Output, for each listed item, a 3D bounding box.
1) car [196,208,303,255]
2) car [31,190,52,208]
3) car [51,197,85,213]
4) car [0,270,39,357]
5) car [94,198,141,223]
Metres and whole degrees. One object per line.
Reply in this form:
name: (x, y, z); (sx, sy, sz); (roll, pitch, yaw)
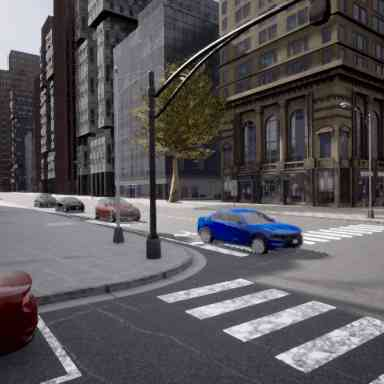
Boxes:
car: (2.197, 1.471, 13.805); (1.882, 1.535, 5.008); (-1, 1, -36)
car: (-18.918, 1.056, 42.974); (2.097, 1.767, 4.553); (-1, 1, -35)
car: (-12.532, 1.270, 34.110); (1.882, 1.535, 5.008); (-1, 1, -36)
car: (-4.175, 1.545, 3.660); (4.507, 1.381, 1.887); (0, -1, -36)
car: (-5.560, 1.239, 24.496); (2.097, 1.767, 4.553); (-1, 1, -36)
